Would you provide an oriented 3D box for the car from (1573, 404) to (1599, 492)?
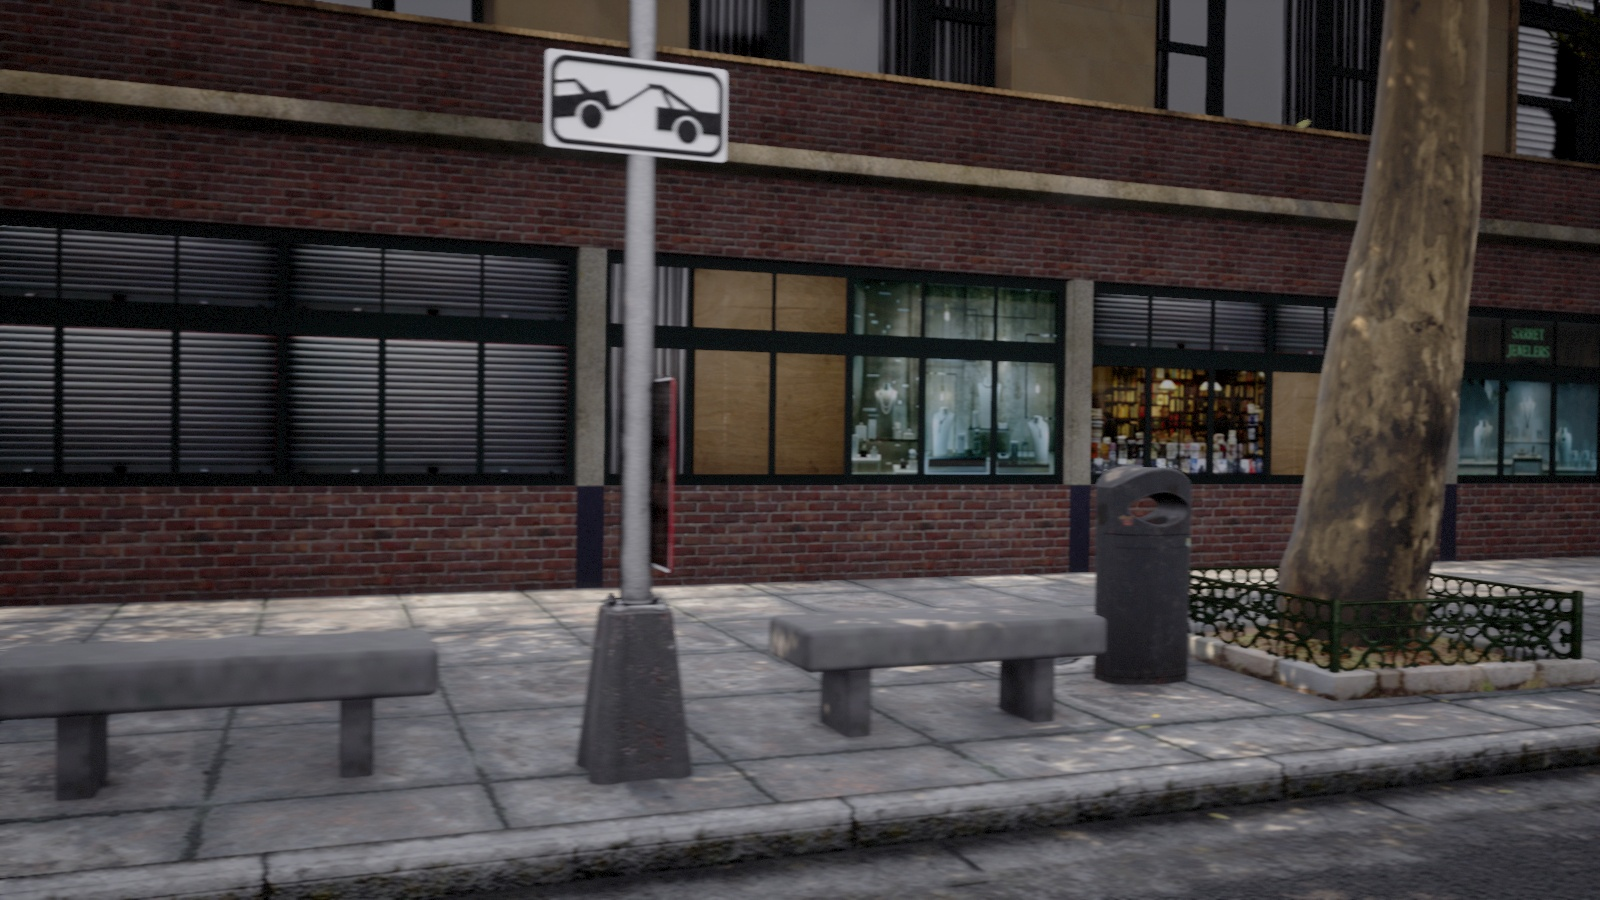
[{"bbox_3d":[20.351,-0.035,27.620,2.150,2.045,5.566,-1,1,-21],"label":"car"}]
